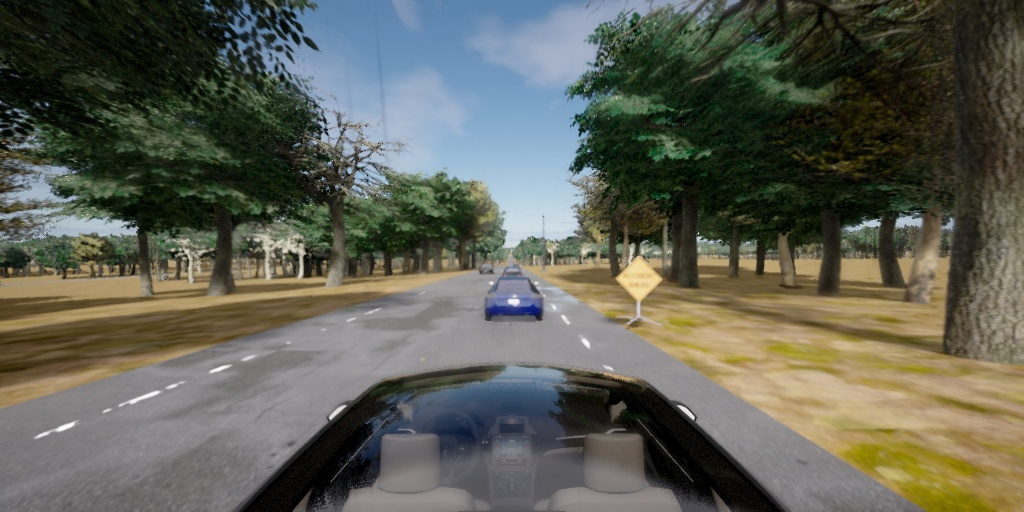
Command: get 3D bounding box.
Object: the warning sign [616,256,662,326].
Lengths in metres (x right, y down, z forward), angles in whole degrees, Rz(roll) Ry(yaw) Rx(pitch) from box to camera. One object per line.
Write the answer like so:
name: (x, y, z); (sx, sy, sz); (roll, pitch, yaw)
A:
warning sign: (3.551, 0.928, 10.116); (1.300, 1.860, 1.060); (0, 0, 0)

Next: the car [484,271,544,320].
car: (0.074, 1.407, 13.117); (1.994, 1.385, 4.181); (0, -1, 0)

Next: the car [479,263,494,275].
car: (-3.569, 1.785, 50.332); (1.882, 1.535, 5.008); (0, -1, 0)

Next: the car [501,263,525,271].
car: (0.077, 1.544, 28.702); (1.812, 1.442, 4.674); (0, -1, 0)
